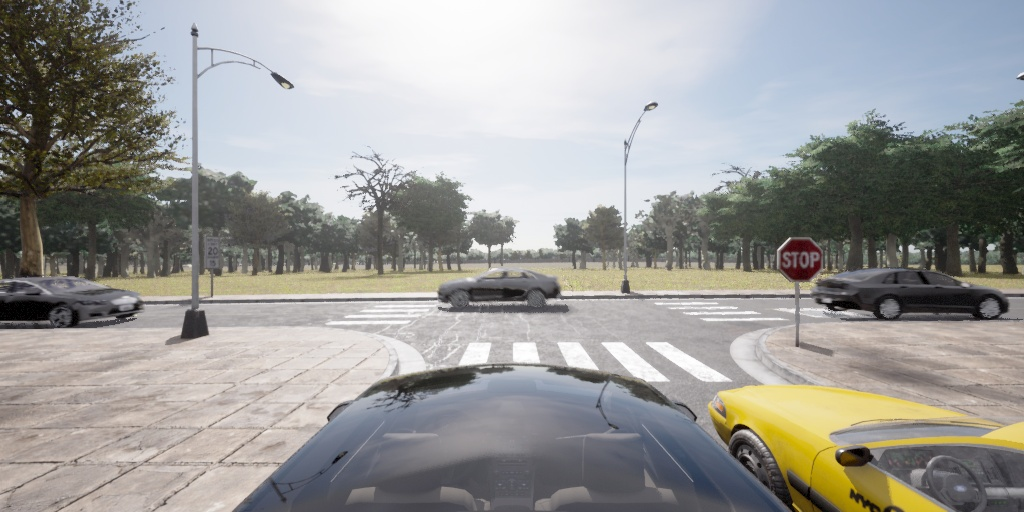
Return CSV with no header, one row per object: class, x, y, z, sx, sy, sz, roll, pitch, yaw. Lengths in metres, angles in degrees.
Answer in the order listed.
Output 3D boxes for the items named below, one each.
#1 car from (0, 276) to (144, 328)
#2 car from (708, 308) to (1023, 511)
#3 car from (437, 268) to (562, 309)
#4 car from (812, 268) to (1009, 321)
car,-14.756,1.417,11.459,4.902,1.511,2.128,-1,0,0
car,2.636,1.275,1.347,1.751,1.417,4.829,0,0,0
car,-0.472,1.220,14.289,4.902,1.511,2.128,-1,0,0
car,12.298,1.129,11.235,4.892,1.490,1.837,0,0,0
